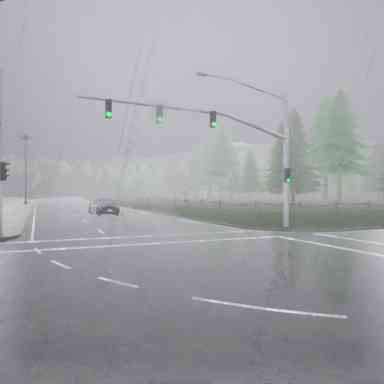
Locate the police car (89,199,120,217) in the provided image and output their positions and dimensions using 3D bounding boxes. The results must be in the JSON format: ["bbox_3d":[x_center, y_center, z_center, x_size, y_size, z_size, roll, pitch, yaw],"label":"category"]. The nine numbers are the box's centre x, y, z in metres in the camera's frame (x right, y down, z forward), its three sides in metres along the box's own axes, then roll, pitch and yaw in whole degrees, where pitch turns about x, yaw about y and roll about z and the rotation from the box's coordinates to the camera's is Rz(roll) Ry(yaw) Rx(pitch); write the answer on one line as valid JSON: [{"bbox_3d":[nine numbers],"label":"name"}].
[{"bbox_3d":[-8.543,1.491,31.932,2.038,1.542,4.974,1,0,-29],"label":"police car"}]
